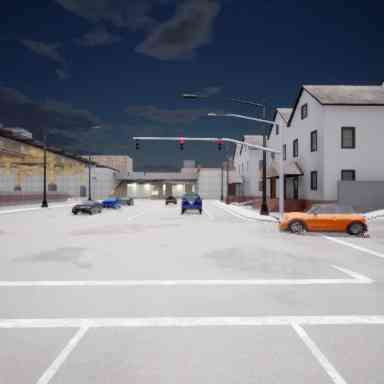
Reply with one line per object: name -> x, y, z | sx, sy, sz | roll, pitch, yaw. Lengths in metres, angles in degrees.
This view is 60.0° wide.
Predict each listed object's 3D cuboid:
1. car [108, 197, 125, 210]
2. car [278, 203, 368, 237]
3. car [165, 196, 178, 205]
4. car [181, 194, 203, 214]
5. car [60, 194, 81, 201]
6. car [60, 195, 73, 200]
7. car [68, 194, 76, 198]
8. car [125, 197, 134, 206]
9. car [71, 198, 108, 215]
car -> -10.703, 1.478, 44.068 | 1.882, 1.535, 5.008 | 0, 0, 0
car -> 7.174, 1.456, 18.610 | 4.553, 1.767, 2.097 | 1, 0, 9
car -> -3.641, 1.505, 58.578 | 1.837, 1.490, 4.892 | 0, 0, 0
car -> -0.025, 1.221, 36.119 | 2.150, 2.045, 5.566 | 0, 0, 1
car -> -32.686, 1.452, 89.596 | 2.038, 1.542, 4.974 | 0, 0, 28
car -> -31.915, 1.295, 84.273 | 1.853, 1.218, 4.536 | 0, 0, -37
car -> -31.884, 1.452, 84.231 | 2.038, 1.542, 4.974 | 0, 0, -37
car -> -10.718, 1.526, 54.342 | 1.812, 1.442, 4.674 | 0, 0, 0
car -> -10.683, 1.547, 34.345 | 2.033, 1.411, 5.357 | 0, 0, 0
